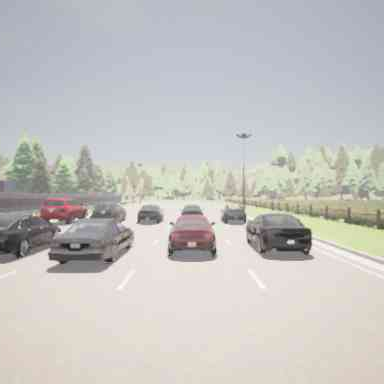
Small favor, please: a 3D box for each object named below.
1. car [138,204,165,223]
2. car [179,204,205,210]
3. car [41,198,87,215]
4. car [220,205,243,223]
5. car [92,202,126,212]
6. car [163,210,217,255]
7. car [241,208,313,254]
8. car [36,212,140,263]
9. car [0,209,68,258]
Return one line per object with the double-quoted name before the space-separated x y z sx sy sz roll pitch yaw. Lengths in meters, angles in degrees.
"car" -3.490 1.828 28.479 1.837 1.490 4.892 0 0 0
"car" 0.010 1.828 28.475 1.837 1.490 4.892 0 0 0
"car" -10.499 1.534 27.515 2.150 2.045 5.566 0 0 0
"car" 3.510 1.813 28.468 2.128 1.511 4.902 0 0 0
"car" -6.990 1.670 28.387 2.097 1.767 4.553 0 -1 0
"car" 0.019 1.682 13.864 1.812 1.442 4.674 0 0 1
"car" 3.522 1.638 14.220 1.882 1.535 5.008 0 0 0
"car" -3.496 1.689 12.476 2.033 1.411 5.357 0 -1 0
"car" -6.986 1.659 13.461 1.837 1.490 4.892 0 0 0
